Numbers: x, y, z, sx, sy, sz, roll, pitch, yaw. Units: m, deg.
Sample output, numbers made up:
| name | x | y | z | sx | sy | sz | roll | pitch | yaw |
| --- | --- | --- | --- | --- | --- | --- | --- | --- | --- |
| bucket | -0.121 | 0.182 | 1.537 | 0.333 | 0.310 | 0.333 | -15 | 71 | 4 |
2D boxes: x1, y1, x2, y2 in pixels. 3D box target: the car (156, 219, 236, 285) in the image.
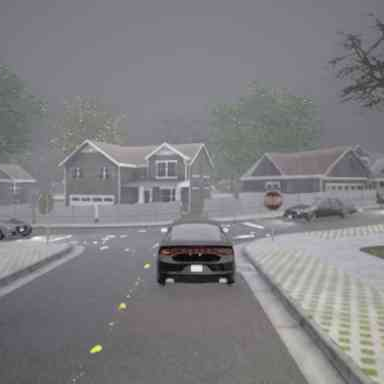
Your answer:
| name | x | y | z | sx | sy | sz | roll | pitch | yaw |
| --- | --- | --- | --- | --- | --- | --- | --- | --- | --- |
| car | 0.085 | 1.503 | 9.643 | 1.882 | 1.535 | 5.008 | 0 | 0 | 0 |

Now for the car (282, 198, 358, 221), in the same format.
| name | x | y | z | sx | sy | sz | roll | pitch | yaw |
| --- | --- | --- | --- | --- | --- | --- | --- | --- | --- |
| car | 8.903 | 1.130 | 22.991 | 5.357 | 1.411 | 2.033 | -2 | 2 | -23 |

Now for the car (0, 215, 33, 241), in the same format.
| name | x | y | z | sx | sy | sz | roll | pitch | yaw |
| --- | --- | --- | --- | --- | --- | --- | --- | --- | --- |
| car | -11.553 | 2.047 | 19.698 | 4.181 | 1.385 | 1.994 | -2 | 0 | 21 |
